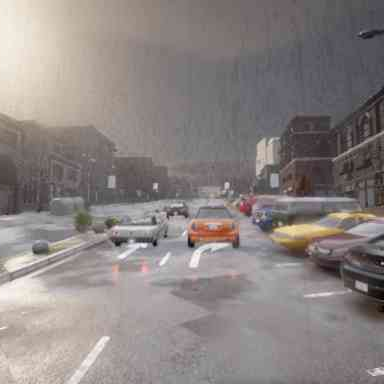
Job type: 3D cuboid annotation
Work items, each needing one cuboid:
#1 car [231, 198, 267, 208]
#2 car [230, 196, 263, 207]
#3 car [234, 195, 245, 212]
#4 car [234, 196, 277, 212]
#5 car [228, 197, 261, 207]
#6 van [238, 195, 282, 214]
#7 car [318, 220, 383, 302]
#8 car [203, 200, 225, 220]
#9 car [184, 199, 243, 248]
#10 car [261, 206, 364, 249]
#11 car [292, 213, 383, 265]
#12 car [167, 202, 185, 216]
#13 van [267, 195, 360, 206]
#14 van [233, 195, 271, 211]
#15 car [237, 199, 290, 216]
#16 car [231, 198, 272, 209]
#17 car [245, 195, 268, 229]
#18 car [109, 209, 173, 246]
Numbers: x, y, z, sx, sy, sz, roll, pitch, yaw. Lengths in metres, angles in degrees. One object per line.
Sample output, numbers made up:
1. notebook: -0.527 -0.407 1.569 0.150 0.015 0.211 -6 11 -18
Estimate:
1. car: 8.354 1.624 49.272 4.792 1.488 2.163 1 0 -16
2. car: 8.560 1.480 52.308 4.553 1.767 2.185 1 0 -16
3. car: 7.108 1.287 31.035 5.566 2.045 2.435 0 0 -16
4. car: 7.673 1.440 40.135 4.553 1.767 2.185 0 0 -16
5. car: 8.715 1.617 55.347 4.892 1.521 2.231 1 0 -16
6. van: 7.607 1.332 37.138 4.442 1.987 1.878 0 0 -16
7. car: 5.410 1.464 6.718 4.892 1.521 2.231 0 0 -16
8. car: 2.010 1.566 30.249 1.882 1.535 5.008 0 0 4
9. car: 0.979 1.401 15.188 2.097 1.767 4.553 0 0 4
10. car: 5.656 1.477 12.738 5.366 1.575 1.946 1 0 -16
11. car: 5.628 1.513 9.752 4.674 1.452 2.002 0 0 -16
12. car: -1.232 1.635 30.470 1.812 1.442 4.674 0 0 4
13. van: 6.155 1.266 15.865 4.442 1.987 1.878 0 0 -16
14. van: 7.801 1.348 43.142 4.442 1.987 1.878 0 0 -16
15. car: 7.282 1.548 34.061 4.892 1.521 2.231 0 0 -16
16. car: 8.297 1.583 46.274 5.366 1.575 1.946 0 0 -16
17. car: 6.225 1.249 18.856 5.566 2.045 2.435 0 0 -16
18. car: -2.258 1.673 15.467 1.895 1.301 4.718 0 0 4
